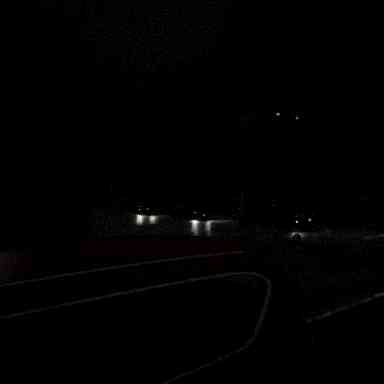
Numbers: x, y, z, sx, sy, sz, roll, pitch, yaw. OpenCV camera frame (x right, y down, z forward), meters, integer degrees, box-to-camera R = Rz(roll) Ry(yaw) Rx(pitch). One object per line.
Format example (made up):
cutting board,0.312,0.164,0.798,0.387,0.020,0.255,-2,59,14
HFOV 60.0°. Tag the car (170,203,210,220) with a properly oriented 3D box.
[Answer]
car,-0.319,1.762,30.367,1.812,1.442,4.674,0,-1,-36

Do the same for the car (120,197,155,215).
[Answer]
car,-6.498,1.576,39.032,2.150,2.045,5.566,0,-1,-35

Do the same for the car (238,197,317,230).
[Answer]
car,5.483,1.361,22.266,2.150,2.045,5.566,0,-1,-36

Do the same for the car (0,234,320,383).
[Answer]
car,-1.324,1.315,1.868,5.009,1.841,2.192,0,0,-35
